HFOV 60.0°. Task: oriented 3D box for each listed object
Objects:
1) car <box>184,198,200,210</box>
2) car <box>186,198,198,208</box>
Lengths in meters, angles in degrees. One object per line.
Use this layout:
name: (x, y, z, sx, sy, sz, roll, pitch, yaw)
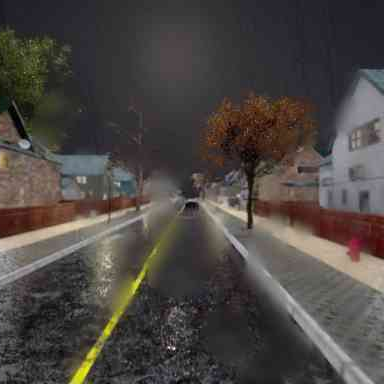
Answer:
car: (-0.007, 1.665, 45.072, 1.882, 1.535, 5.008, 0, 0, 0)
car: (-0.008, 1.768, 55.461, 1.812, 1.442, 4.674, 0, 0, 0)
